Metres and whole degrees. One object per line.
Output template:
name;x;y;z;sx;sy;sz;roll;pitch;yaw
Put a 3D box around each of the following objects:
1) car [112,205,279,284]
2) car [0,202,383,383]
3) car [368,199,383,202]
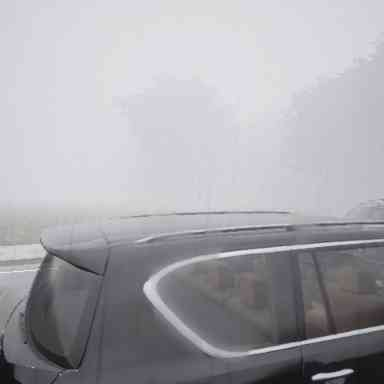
car;0.095;1.351;9.966;4.553;1.767;2.097;0;0;-24
car;1.274;1.221;3.146;5.566;2.045;2.150;0;0;-24
car;5.429;1.220;8.808;5.566;2.045;2.150;0;0;-24
